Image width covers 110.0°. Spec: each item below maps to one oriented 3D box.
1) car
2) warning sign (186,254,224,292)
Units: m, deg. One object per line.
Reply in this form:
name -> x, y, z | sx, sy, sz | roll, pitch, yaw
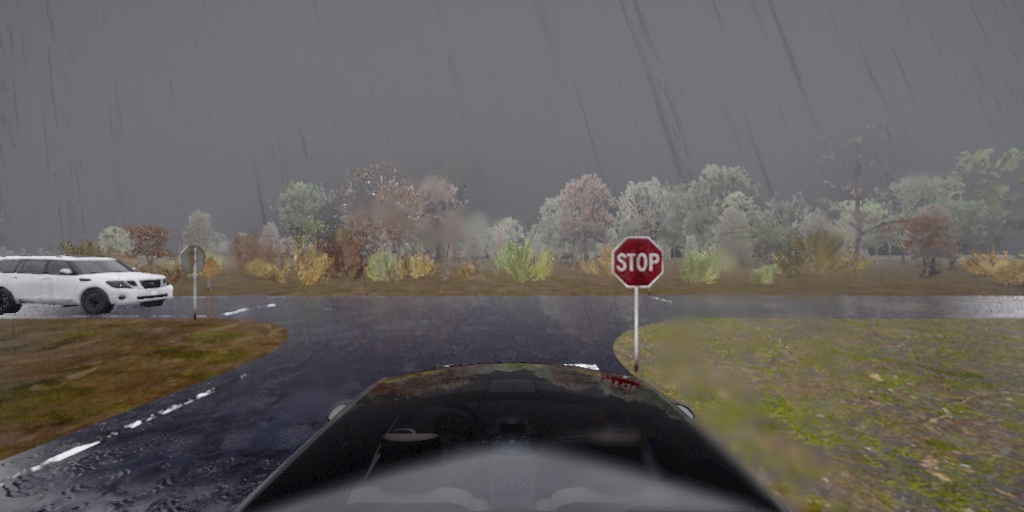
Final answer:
car -> -16.182, 1.014, 13.448 | 5.566, 2.045, 2.150 | 0, 0, 0
warning sign -> -16.182, 0.948, 19.193 | 1.060, 1.860, 1.300 | 0, 0, 0
